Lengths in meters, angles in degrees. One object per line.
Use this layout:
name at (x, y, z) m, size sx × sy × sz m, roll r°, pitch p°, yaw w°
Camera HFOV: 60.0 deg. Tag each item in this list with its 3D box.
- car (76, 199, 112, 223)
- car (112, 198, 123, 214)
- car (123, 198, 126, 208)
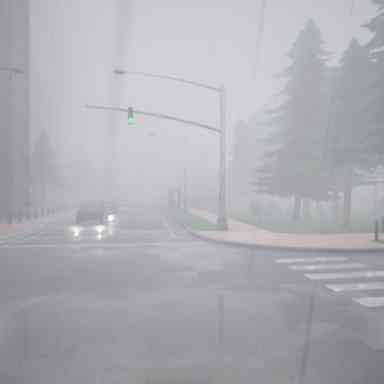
car at (-7.531, 1.475, 25.503) m, size 1.882 × 1.535 × 5.008 m, roll 0°, pitch 0°, yaw -8°
car at (-8.917, 1.489, 35.336) m, size 2.128 × 1.511 × 4.902 m, roll 0°, pitch 0°, yaw -8°
car at (-10.824, 1.545, 49.364) m, size 2.033 × 1.411 × 5.357 m, roll 0°, pitch 0°, yaw -8°
